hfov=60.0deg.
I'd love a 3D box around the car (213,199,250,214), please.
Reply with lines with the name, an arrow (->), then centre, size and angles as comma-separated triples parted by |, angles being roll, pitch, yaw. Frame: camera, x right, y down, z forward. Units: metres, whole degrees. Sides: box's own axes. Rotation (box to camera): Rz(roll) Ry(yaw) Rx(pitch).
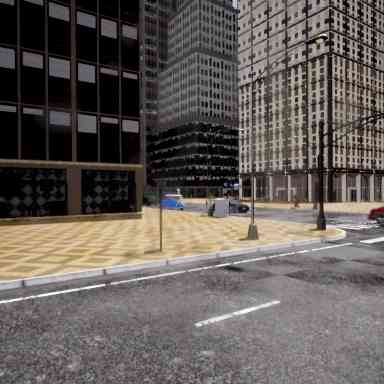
car -> 4.060, 1.448, 34.533 | 1.994, 1.385, 4.181 | -1, 1, -34

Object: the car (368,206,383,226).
car -> 13.973, 1.479, 21.463 | 4.674, 1.442, 1.812 | 0, 1, 44

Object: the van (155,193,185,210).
van -> -2.405, 1.211, 39.494 | 1.690, 1.788, 3.998 | 0, 0, -34

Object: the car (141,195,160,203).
car -> -7.843, 1.239, 62.551 | 1.887, 1.381, 4.507 | 0, 0, -34

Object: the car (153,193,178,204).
car -> -4.746, 1.036, 57.956 | 2.192, 1.841, 5.009 | 0, 0, -34

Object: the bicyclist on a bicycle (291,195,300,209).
bicyclist on a bicycle -> 11.983, 1.119, 38.402 | 1.656, 1.620, 0.582 | -1, 1, -34

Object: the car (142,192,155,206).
car -> -6.407, 1.017, 50.096 | 2.150, 2.045, 5.566 | -1, 1, -34
